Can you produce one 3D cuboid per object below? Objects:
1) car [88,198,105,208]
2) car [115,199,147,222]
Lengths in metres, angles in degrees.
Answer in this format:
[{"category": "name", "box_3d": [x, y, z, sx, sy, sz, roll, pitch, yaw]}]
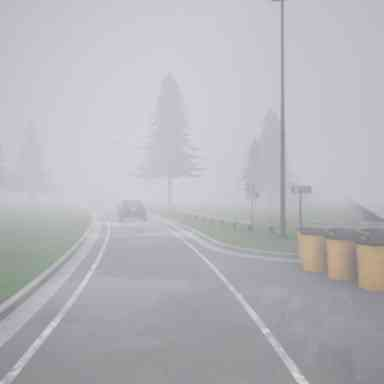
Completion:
[{"category": "car", "box_3d": [-14.445, 1.560, 50.063, 2.033, 1.411, 5.357, 0, 0, -26]}, {"category": "car", "box_3d": [-4.973, 1.349, 26.694, 2.097, 1.767, 4.553, 0, 0, -17]}]
